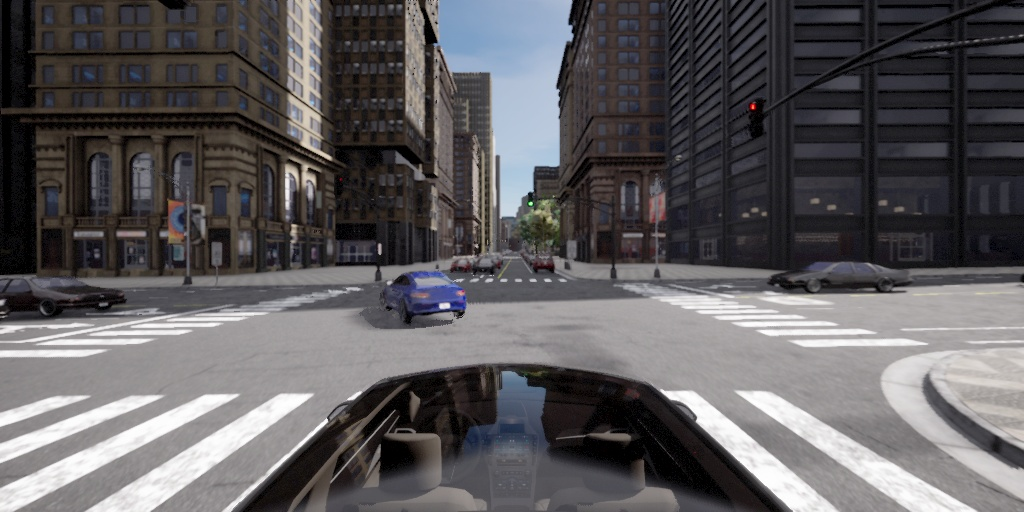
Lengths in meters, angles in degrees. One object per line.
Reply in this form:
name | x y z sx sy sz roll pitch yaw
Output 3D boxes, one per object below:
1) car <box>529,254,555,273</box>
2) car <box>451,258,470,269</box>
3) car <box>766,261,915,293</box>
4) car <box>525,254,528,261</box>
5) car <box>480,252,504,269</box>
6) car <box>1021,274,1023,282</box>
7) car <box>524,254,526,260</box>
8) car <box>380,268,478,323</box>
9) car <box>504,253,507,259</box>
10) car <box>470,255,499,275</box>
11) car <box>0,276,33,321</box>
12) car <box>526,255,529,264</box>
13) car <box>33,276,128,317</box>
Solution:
car | 3.265 0.755 37.214 2.192 1.841 5.009 0 0 1
car | -5.259 1.004 37.320 1.888 1.381 4.507 0 0 1
car | 15.120 0.940 16.696 5.357 1.411 2.033 -1 0 4
car | 3.546 0.738 59.546 1.751 1.417 4.829 0 0 1
car | -2.456 0.732 44.882 2.097 1.767 4.553 0 1 1
car | 26.720 0.754 16.614 4.181 1.385 1.994 -1 0 0
car | 3.613 0.730 64.917 1.802 1.307 4.207 0 0 1
car | -3.038 1.220 11.949 1.812 1.442 4.674 -1 0 -30
car | -2.240 0.735 59.050 1.837 1.490 4.892 0 1 1
car | -2.592 0.955 34.766 1.882 1.535 5.008 0 1 1
car | -17.690 1.416 10.337 4.902 1.511 2.128 -1 0 2
car | 3.474 0.840 53.835 1.948 1.339 4.313 0 0 1
car | -17.976 1.469 13.610 5.357 1.411 2.033 -1 0 3
